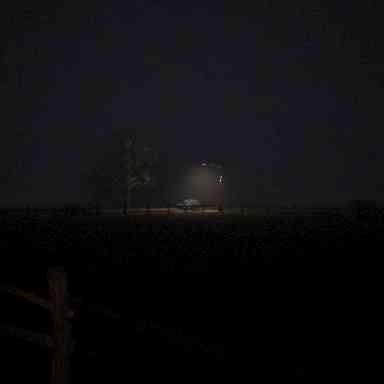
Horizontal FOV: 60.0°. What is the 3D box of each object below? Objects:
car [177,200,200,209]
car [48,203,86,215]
[{"bbox_3d":[-0.581,2.104,56.704,2.097,1.767,4.553,0,-1,38],"label":"car"},{"bbox_3d":[-14.558,1.993,38.860,1.994,1.385,4.181,0,-1,38],"label":"car"}]
